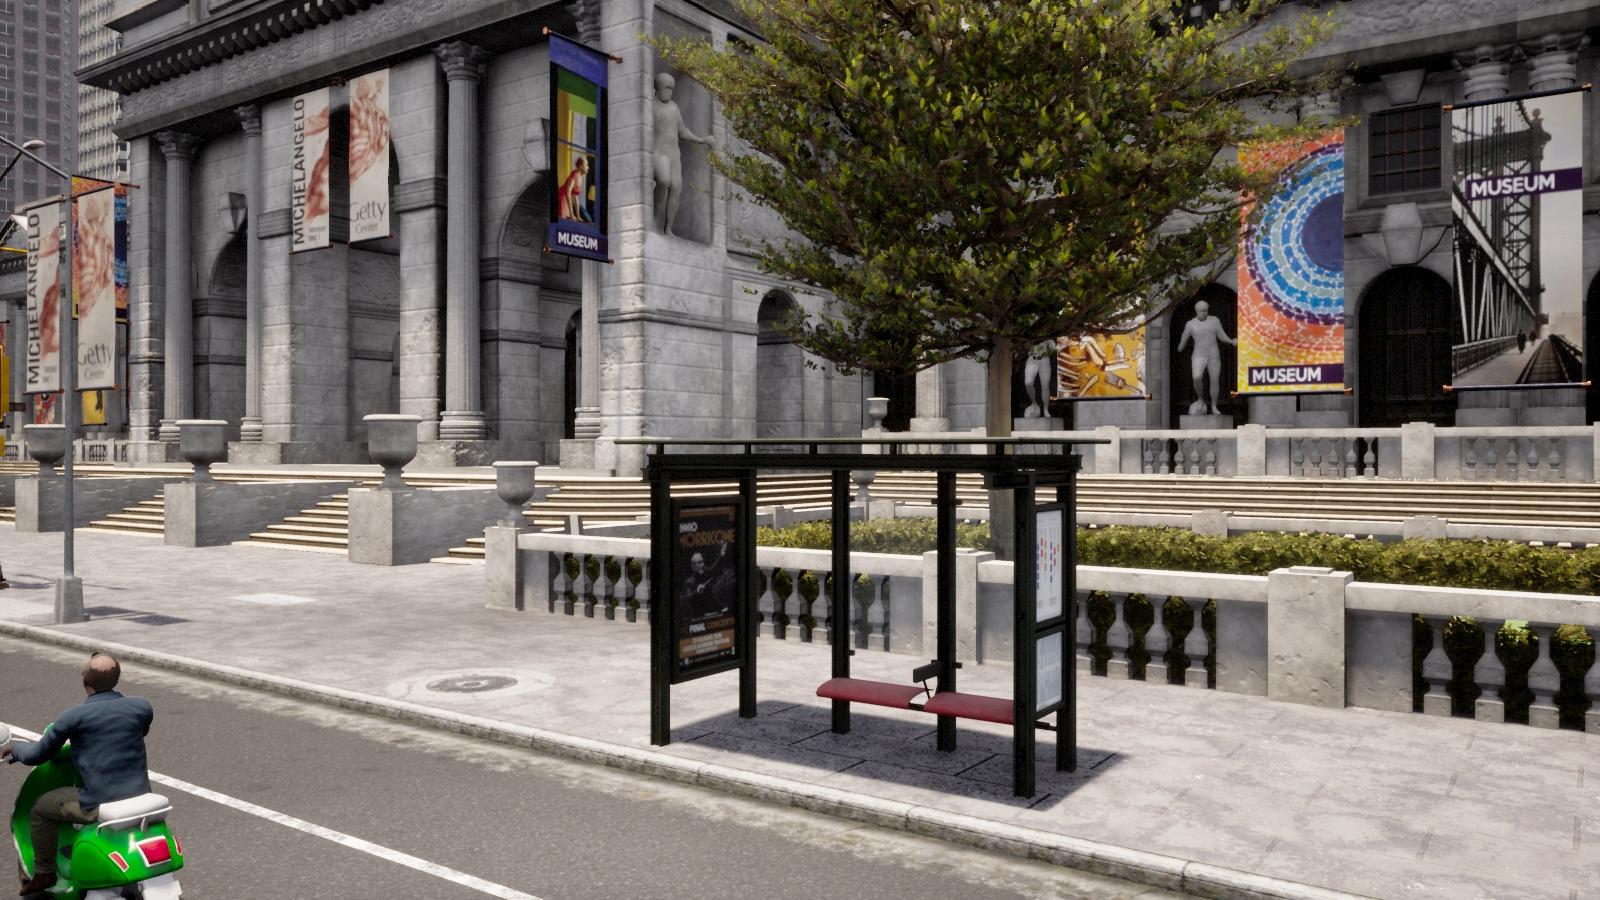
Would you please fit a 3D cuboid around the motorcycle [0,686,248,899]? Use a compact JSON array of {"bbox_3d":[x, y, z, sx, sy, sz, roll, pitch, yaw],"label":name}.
[{"bbox_3d":[-4.138,2.179,6.693,1.805,1.236,0.856,0,0,35],"label":"motorcycle"}]
